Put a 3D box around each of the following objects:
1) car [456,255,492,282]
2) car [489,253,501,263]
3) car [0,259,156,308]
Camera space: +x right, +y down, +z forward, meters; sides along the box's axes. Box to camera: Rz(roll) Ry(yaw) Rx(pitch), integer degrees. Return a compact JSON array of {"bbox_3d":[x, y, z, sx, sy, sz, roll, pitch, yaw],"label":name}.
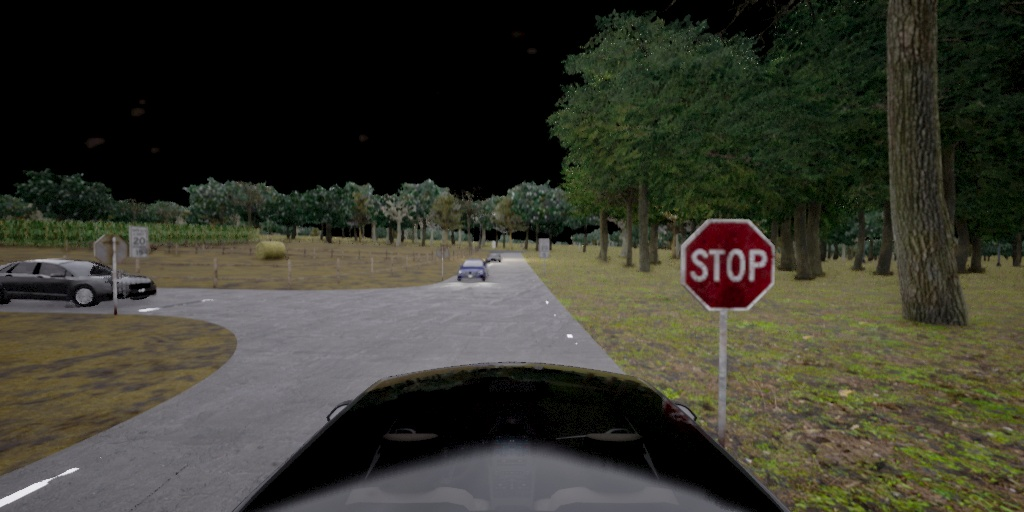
[{"bbox_3d":[-2.636,0.939,25.095,1.812,1.442,4.674,0,2,0],"label":"car"},{"bbox_3d":[-2.515,0.280,50.384,1.994,1.385,4.181,0,2,0],"label":"car"},{"bbox_3d":[-15.369,0.893,12.495,4.892,1.490,1.837,1,1,-1],"label":"car"}]
